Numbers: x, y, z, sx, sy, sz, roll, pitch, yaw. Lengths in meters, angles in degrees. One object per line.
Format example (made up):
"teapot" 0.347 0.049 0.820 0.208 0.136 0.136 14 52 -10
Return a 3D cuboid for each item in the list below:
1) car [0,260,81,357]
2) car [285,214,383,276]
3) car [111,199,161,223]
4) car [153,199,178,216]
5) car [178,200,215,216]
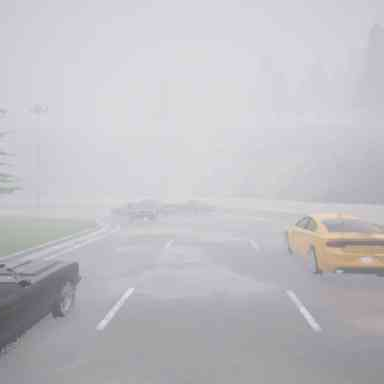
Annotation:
"car" -3.174 1.564 4.365 1.895 1.301 4.718 0 0 3
"car" 4.188 1.397 10.134 1.882 1.535 5.008 0 0 3
"car" -4.278 1.406 24.007 1.895 1.301 4.718 0 0 -31
"car" -3.686 1.297 28.278 4.674 1.442 1.812 0 0 42
"car" -0.223 1.361 29.815 1.895 1.301 4.718 0 1 -43
